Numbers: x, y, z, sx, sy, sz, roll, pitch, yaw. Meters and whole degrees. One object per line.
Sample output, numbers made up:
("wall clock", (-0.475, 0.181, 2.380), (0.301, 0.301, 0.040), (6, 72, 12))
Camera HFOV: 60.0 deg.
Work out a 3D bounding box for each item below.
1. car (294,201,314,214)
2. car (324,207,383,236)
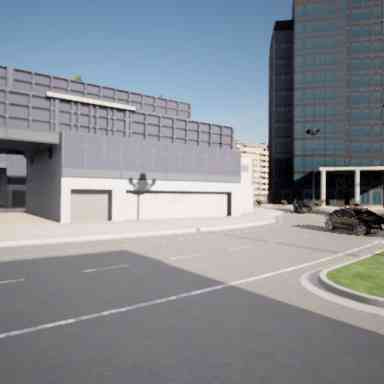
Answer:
("car", (13.545, 1.863, 40.395), (1.837, 1.490, 4.892), (3, 0, 13))
("car", (9.883, 1.711, 19.890), (1.837, 1.490, 4.892), (-1, 0, -11))
